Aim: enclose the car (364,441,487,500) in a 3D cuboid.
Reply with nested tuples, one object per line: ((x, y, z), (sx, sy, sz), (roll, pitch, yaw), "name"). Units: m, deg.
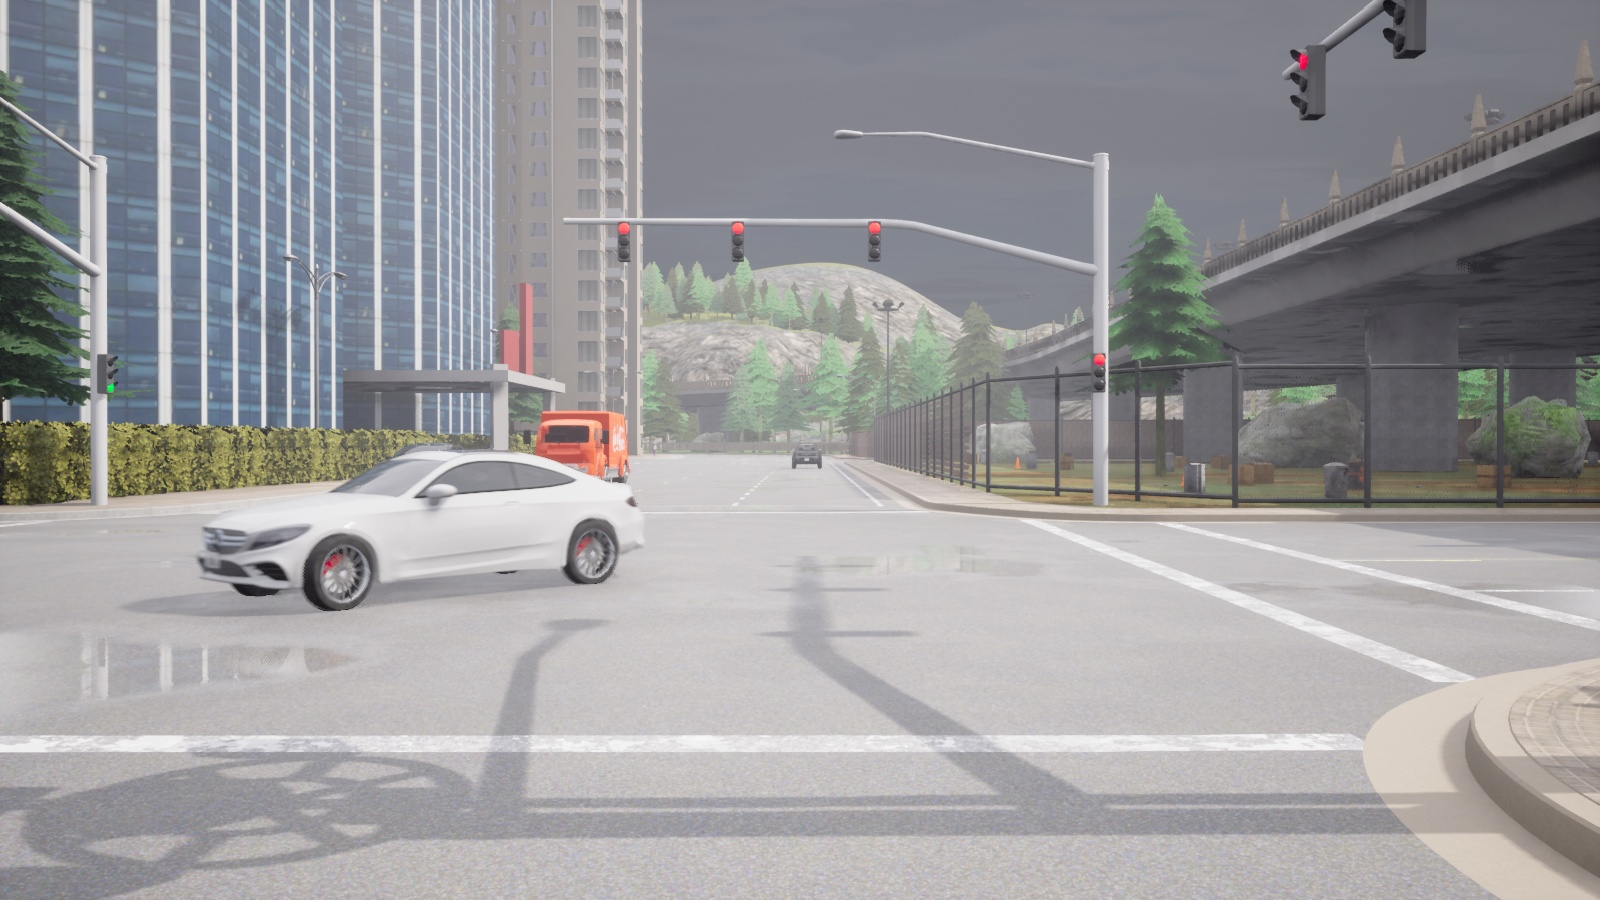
((-10.300, 0.519, 34.939), (1.882, 1.535, 5.008), (0, 0, 0), "car")

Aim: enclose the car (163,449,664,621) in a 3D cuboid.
((-3.774, 0.720, 12.982), (1.812, 1.442, 4.674), (0, 0, 42), "car")

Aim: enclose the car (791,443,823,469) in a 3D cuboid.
((0.410, 0.340, 74.496), (1.816, 1.474, 4.193), (0, 0, 0), "car")

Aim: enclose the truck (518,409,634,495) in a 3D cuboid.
((-6.780, 0.036, 38.678), (2.627, 2.467, 5.204), (0, 0, 0), "truck")
